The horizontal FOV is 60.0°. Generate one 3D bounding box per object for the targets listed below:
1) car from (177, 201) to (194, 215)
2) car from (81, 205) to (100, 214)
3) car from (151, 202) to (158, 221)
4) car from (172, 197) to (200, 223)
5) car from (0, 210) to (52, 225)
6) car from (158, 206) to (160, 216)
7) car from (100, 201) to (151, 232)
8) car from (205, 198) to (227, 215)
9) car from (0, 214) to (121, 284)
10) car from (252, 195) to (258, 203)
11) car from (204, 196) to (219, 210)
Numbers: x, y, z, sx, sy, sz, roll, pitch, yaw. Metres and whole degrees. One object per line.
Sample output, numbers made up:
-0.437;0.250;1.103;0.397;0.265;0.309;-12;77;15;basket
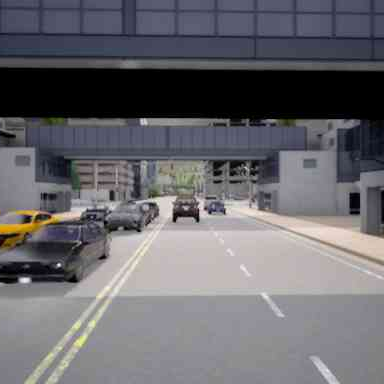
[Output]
-0.742;1.768;37.559;1.812;1.442;4.674;0;0;-1;car
-7.581;1.740;27.027;1.994;1.385;4.181;0;0;-1;car
-4.082;1.702;27.113;1.812;1.442;4.674;0;0;-1;car
-0.499;1.401;27.864;2.150;2.045;5.566;0;0;-1;car
-7.398;1.574;14.618;1.882;1.535;5.008;0;-1;-1;car
-4.264;1.718;32.892;1.837;1.490;4.892;0;0;-1;car
-4.035;1.488;20.917;2.097;1.767;4.553;0;0;-1;car
2.754;1.767;37.636;1.812;1.442;4.674;0;0;-1;car
-3.798;1.614;10.108;2.033;1.411;5.357;0;0;-1;car
14.914;1.648;77.535;1.932;1.855;4.605;0;0;-2;car
2.927;1.524;47.143;2.150;2.045;5.566;0;0;8;car
